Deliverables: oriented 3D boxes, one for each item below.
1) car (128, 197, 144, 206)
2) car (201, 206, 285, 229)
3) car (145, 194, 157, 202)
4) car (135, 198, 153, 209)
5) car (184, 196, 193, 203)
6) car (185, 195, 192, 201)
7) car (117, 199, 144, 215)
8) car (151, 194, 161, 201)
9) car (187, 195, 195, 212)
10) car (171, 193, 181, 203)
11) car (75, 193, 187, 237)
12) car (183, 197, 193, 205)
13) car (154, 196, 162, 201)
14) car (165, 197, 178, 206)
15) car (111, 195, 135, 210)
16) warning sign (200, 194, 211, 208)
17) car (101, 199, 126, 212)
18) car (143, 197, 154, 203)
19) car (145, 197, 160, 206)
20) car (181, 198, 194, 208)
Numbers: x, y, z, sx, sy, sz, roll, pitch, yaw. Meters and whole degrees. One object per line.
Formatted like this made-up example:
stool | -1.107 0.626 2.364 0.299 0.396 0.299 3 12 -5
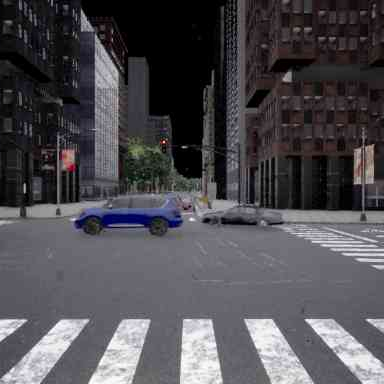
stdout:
car | -9.206 1.570 55.079 1.752 1.417 4.829 0 0 0
car | 3.378 1.614 22.012 5.357 1.411 2.033 1 0 14
car | -9.337 1.417 76.953 2.192 1.841 5.009 0 0 0
car | -6.490 1.587 45.404 1.994 1.385 4.181 0 0 -1
car | -0.780 1.613 71.738 1.752 1.417 4.829 0 0 0
car | -0.876 1.574 87.843 1.967 1.590 4.097 0 0 0
car | -6.434 1.548 35.450 2.033 1.411 5.357 0 0 -1
car | -9.401 1.449 87.805 2.192 1.841 5.009 0 0 0
car | -0.586 1.448 39.019 1.967 1.590 4.097 0 0 0
car | -3.555 1.324 76.013 2.150 2.045 5.566 0 0 0
car | -3.220 1.197 17.622 5.566 2.045 2.150 0 0 -1
car | -0.715 1.603 60.718 1.887 1.381 4.507 0 0 0
car | -9.432 1.696 93.230 1.887 1.381 4.507 0 0 0
car | -3.342 1.571 55.162 1.812 1.442 4.674 0 0 0
car | -9.144 1.335 44.397 2.192 1.841 5.009 0 0 0
warning sign | 1.703 1.132 42.703 1.300 1.860 1.060 0 0 0
car | -9.111 1.574 38.971 1.947 1.339 4.313 0 0 0
car | -9.304 1.669 71.527 1.802 1.307 4.206 0 0 0
car | -6.530 1.551 55.597 1.837 1.490 4.892 0 0 0
car | -0.650 1.615 49.868 1.802 1.307 4.206 0 0 0
